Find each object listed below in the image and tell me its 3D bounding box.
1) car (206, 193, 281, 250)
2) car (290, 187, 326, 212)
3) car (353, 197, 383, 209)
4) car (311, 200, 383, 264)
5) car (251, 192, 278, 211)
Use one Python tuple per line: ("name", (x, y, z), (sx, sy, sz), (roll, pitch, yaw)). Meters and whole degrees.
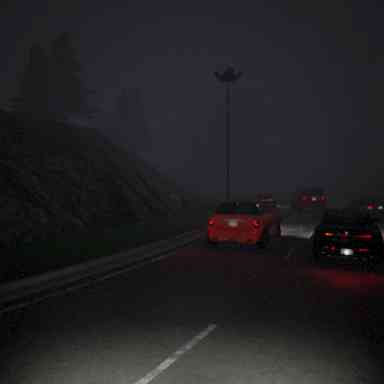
("car", (2.228, 1.066, 13.285), (2.097, 1.767, 4.553), (1, 1, 23))
("car", (10.022, 0.600, 29.007), (2.150, 2.045, 5.566), (0, 1, 7))
("car", (12.763, 1.032, 24.148), (2.033, 1.411, 5.357), (0, 1, 11))
("car", (5.096, 1.269, 11.063), (1.837, 1.490, 4.892), (1, 2, 24))
("car", (6.716, 0.836, 31.283), (1.837, 1.490, 4.892), (1, 1, 6))
